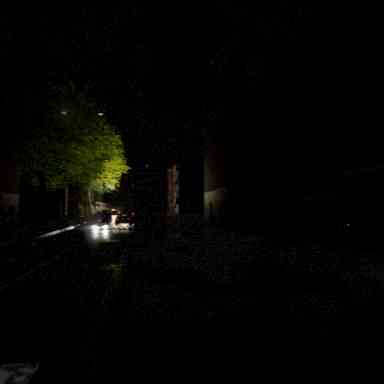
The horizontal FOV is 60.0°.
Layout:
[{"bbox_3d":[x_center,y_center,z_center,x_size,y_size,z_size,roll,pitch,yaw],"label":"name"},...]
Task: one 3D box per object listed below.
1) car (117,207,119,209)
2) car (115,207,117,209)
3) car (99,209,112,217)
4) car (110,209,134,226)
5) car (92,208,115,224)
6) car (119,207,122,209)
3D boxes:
[{"bbox_3d":[-18.794,4.643,77.738,1.947,1.339,4.313,2,-3,-8],"label":"car"},{"bbox_3d":[-18.006,4.406,72.350,2.008,1.369,4.403,2,-3,-8],"label":"car"},{"bbox_3d":[-17.002,4.118,65.292,2.008,1.369,4.403,2,-3,-8],"label":"car"},{"bbox_3d":[-7.542,2.975,37.183,2.033,1.411,5.357,0,-2,-7],"label":"car"},{"bbox_3d":[-10.694,3.027,39.782,2.128,1.511,4.902,0,-2,-8],"label":"car"},{"bbox_3d":[-20.370,5.111,88.514,1.802,1.307,4.206,1,-3,-8],"label":"car"}]
